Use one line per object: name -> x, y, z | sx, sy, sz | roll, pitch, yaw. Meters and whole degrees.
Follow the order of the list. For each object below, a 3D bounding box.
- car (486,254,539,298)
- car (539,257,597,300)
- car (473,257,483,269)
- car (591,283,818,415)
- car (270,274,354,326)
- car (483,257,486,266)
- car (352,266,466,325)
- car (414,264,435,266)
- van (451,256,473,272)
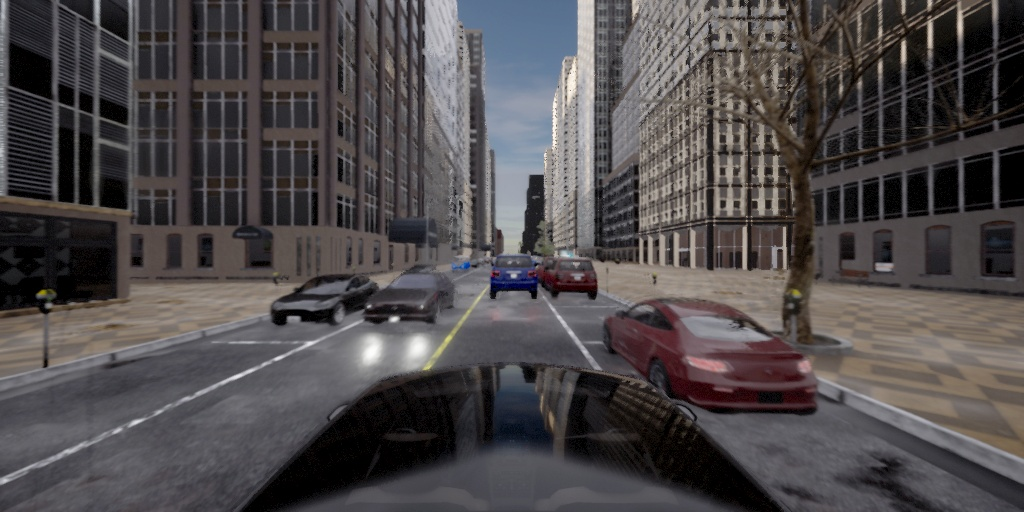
car -> 0.090, 0.896, 17.809 | 2.150, 2.045, 5.566 | 0, 1, 0
car -> 2.694, 0.989, 17.191 | 2.192, 1.841, 5.009 | 0, 0, 0
car -> -5.681, 1.073, 51.347 | 1.948, 1.339, 4.313 | 0, 0, 0
car -> 2.692, 1.312, 5.813 | 1.802, 1.307, 4.207 | 0, 0, 0
car -> -5.688, 1.267, 11.522 | 1.948, 1.339, 4.313 | 0, 0, 0
car -> -5.678, 1.004, 62.724 | 2.007, 1.370, 4.403 | 0, 0, 0
car -> -3.028, 1.247, 11.929 | 2.033, 1.411, 5.357 | 0, 0, 0
car -> -5.686, 1.211, 22.901 | 1.948, 1.339, 4.313 | 0, 0, 0
van -> -5.682, 0.903, 39.968 | 1.690, 1.789, 3.998 | 0, 0, 0
